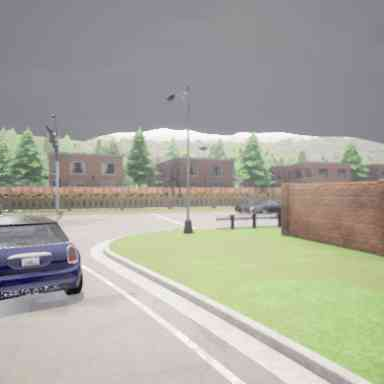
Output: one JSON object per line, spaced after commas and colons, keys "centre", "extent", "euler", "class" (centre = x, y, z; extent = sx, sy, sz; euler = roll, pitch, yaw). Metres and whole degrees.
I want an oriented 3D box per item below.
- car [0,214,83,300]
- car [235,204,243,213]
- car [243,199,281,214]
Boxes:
{"centre": [-4.255, 1.342, 8.075], "extent": [2.097, 1.767, 4.553], "euler": [0, 0, -34], "class": "car"}
{"centre": [6.634, 1.519, 35.183], "extent": [4.181, 1.385, 1.994], "euler": [0, 0, -19], "class": "car"}
{"centre": [7.798, 1.451, 31.885], "extent": [4.902, 1.511, 2.128], "euler": [0, 0, -19], "class": "car"}
